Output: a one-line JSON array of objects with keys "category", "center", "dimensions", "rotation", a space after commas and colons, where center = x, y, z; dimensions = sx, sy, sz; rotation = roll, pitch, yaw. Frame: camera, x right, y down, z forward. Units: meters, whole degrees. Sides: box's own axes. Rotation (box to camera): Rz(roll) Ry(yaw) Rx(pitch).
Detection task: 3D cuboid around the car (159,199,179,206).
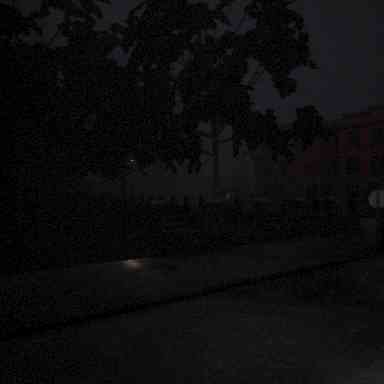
[{"category": "car", "center": [-3.783, 1.636, 47.008], "dimensions": [1.895, 1.301, 4.718], "rotation": [0, 0, -35]}]
